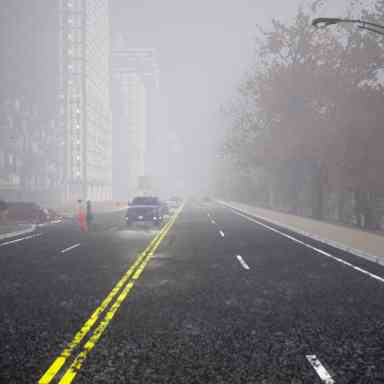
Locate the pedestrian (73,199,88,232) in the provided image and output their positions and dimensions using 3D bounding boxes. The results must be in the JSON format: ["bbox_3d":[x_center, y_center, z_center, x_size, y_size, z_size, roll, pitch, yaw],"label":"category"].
[{"bbox_3d":[-6.298,1.302,18.775,0.375,1.860,0.375,0,0,0],"label":"pedestrian"}]

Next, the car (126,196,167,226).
[{"bbox_3d":[-3.371,1.304,24.533,2.150,2.045,5.566,-1,0,0],"label":"car"}]

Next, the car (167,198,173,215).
[{"bbox_3d":[-3.356,1.596,34.543,1.994,1.385,4.181,0,0,0],"label":"car"}]

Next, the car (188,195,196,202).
[{"bbox_3d":[0.001,1.576,74.897,2.033,1.411,5.357,0,0,0],"label":"car"}]

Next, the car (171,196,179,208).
[{"bbox_3d":[-3.345,1.625,48.179,1.895,1.301,4.718,0,0,0],"label":"car"}]

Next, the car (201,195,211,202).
[{"bbox_3d":[3.249,1.537,74.897,1.837,1.490,4.892,0,0,0],"label":"car"}]

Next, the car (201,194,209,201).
[{"bbox_3d":[3.251,1.411,85.291,1.882,1.535,5.008,0,0,0],"label":"car"}]

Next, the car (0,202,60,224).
[{"bbox_3d":[-13.093,1.558,26.727,4.553,1.767,2.097,-1,0,6],"label":"car"}]

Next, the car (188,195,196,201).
[{"bbox_3d":[0.001,1.458,85.291,1.812,1.442,4.674,0,0,0],"label":"car"}]

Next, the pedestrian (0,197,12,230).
[{"bbox_3d":[-10.306,1.148,18.205,0.375,1.860,0.375,0,0,0],"label":"pedestrian"}]

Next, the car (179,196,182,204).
[{"bbox_3d":[-3.307,1.541,62.670,1.837,1.490,4.892,0,0,0],"label":"car"}]

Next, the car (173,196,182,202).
[{"bbox_3d":[-3.251,1.585,75.365,1.994,1.385,4.181,0,0,0],"label":"car"}]

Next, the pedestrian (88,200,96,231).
[{"bbox_3d":[-5.974,1.318,19.401,0.375,1.860,0.375,0,0,0],"label":"pedestrian"}]
